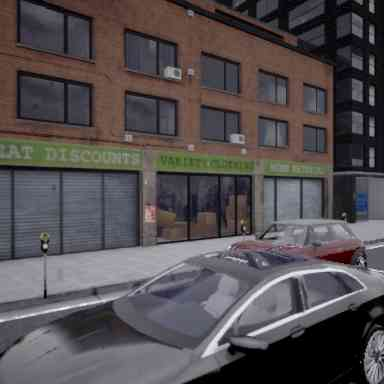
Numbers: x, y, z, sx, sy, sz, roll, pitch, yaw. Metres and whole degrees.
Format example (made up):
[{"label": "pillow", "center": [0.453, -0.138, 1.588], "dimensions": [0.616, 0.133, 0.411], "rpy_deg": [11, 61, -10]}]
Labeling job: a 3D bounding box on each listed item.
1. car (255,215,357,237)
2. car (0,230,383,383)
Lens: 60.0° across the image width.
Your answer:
[{"label": "car", "center": [2.584, 1.440, 8.400], "dimensions": [4.097, 1.590, 1.967], "rpy_deg": [0, 0, -36]}, {"label": "car", "center": [0.473, 1.491, 3.723], "dimensions": [4.902, 1.511, 2.128], "rpy_deg": [0, 0, -36]}]
